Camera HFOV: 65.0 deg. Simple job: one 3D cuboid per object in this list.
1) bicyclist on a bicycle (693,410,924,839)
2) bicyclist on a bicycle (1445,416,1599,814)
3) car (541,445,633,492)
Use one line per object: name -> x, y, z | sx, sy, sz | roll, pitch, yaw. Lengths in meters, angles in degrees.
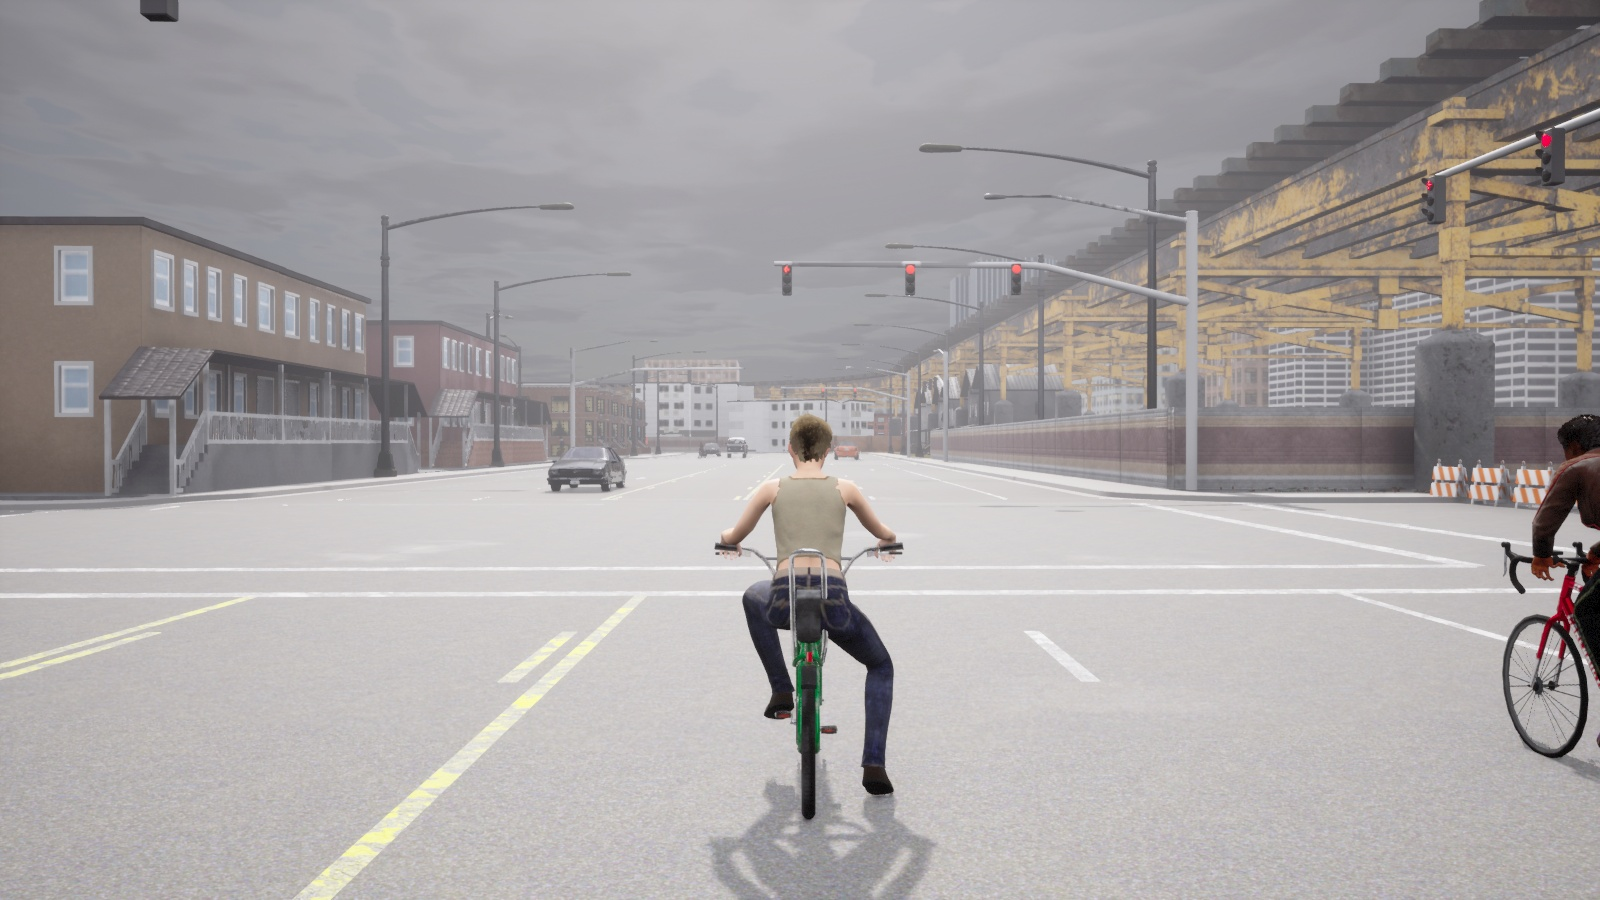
bicyclist on a bicycle -> 0.038, 0.652, 5.474 | 0.866, 1.612, 1.509 | 0, 0, 0
bicyclist on a bicycle -> 3.545, 0.671, 5.511 | 0.582, 1.620, 1.656 | 0, 0, 0
car -> -6.773, 0.560, 40.534 | 2.033, 1.411, 5.357 | 0, 0, 0
